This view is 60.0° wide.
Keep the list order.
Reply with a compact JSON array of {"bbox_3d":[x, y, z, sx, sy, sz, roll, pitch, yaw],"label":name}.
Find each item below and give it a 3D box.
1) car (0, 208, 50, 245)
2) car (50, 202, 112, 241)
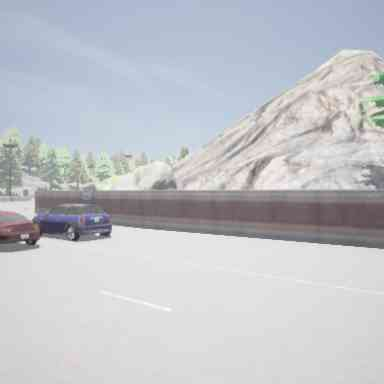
[{"bbox_3d":[-8.269,1.532,14.066,4.674,1.442,1.812,0,0,36],"label":"car"},{"bbox_3d":[-6.212,1.365,16.898,4.553,1.767,2.097,0,0,36],"label":"car"}]
